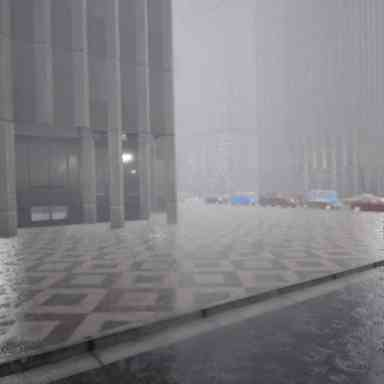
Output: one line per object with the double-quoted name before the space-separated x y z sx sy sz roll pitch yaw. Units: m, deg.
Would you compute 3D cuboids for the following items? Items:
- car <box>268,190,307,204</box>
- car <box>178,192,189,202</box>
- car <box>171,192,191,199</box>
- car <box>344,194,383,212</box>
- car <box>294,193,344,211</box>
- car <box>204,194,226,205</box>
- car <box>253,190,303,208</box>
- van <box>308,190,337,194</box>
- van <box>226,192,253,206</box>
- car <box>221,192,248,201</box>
"car" 13.658 0.614 47.798 2.192 1.841 5.009 -2 1 -35
"car" -2.904 1.034 56.378 2.008 1.369 4.403 -2 1 -35
"car" -2.341 0.739 70.318 2.008 1.369 4.403 -2 1 -35
"car" 16.313 1.165 29.364 1.887 1.381 4.507 -2 1 -35
"car" 13.110 1.147 33.867 2.008 1.369 4.403 -2 1 -35
"car" 3.500 0.968 47.371 1.967 1.590 4.097 -2 1 -35
"car" 9.903 0.888 38.365 2.192 1.841 5.009 -2 1 -35
"van" 16.860 0.663 43.295 1.690 1.788 3.998 -2 1 -35
"van" 6.700 0.891 42.868 1.690 1.788 3.998 -2 1 -35
"car" 7.162 0.779 56.946 1.752 1.417 4.829 -2 1 -35
